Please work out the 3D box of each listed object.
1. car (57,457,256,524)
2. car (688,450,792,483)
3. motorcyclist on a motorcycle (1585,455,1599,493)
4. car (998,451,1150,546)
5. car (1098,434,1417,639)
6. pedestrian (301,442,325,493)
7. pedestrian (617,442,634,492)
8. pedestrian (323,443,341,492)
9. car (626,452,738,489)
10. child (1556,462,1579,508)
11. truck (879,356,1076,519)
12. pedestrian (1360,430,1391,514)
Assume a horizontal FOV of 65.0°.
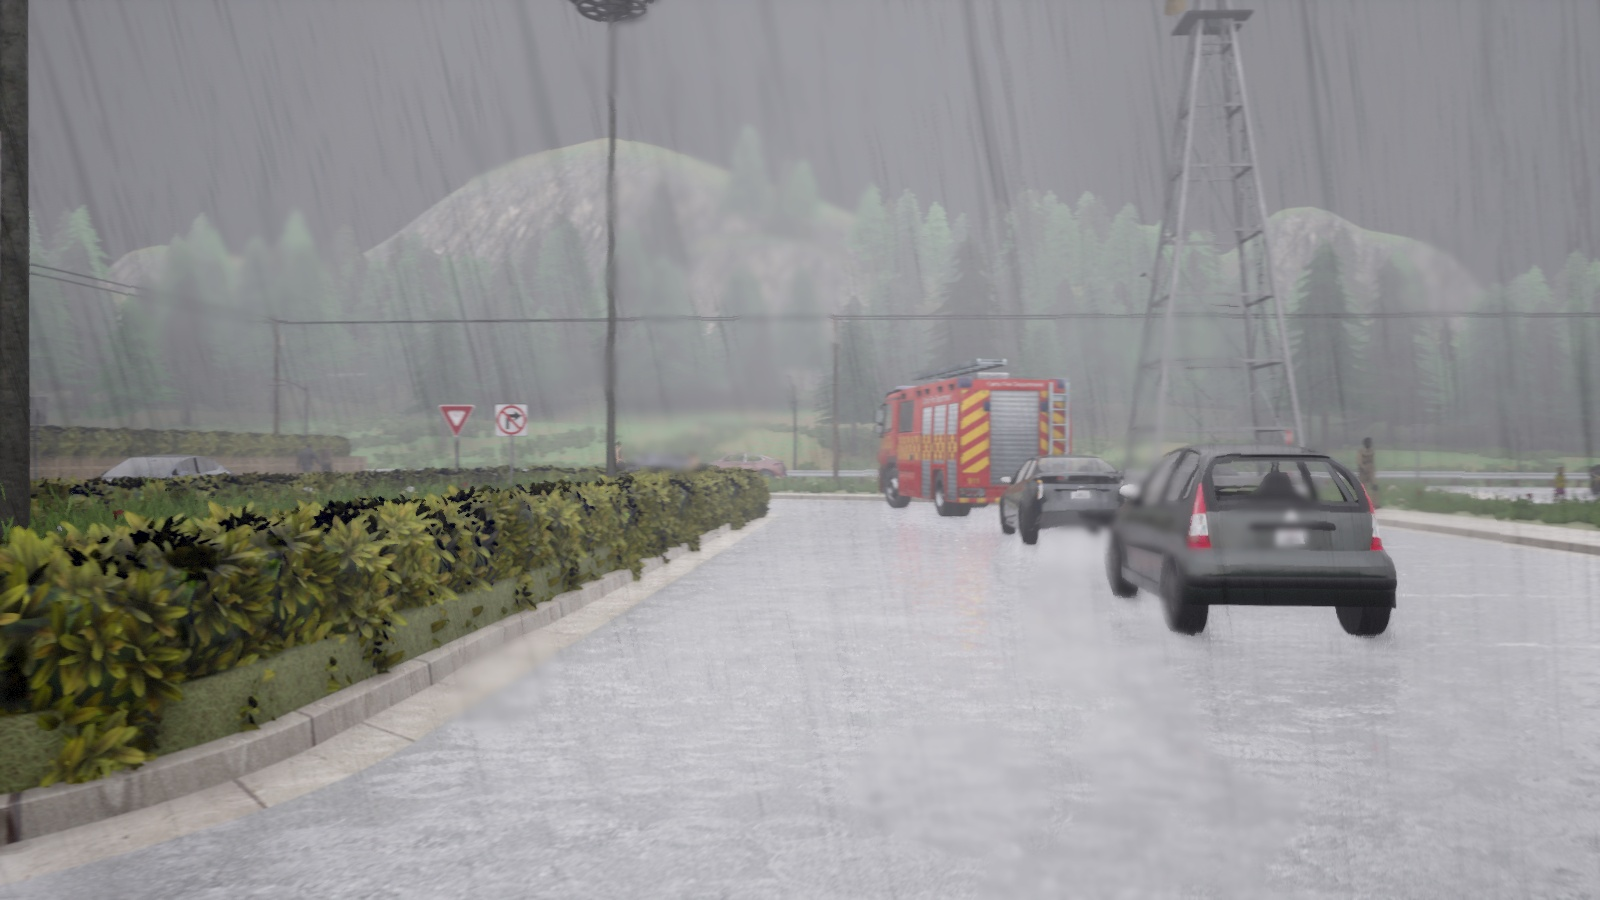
[{"bbox_3d":[-15.498,0.918,30.599,2.163,1.488,4.792,0,0,4],"label":"car"},{"bbox_3d":[-2.975,0.828,63.429,5.027,1.651,2.152,0,0,4],"label":"car"},{"bbox_3d":[32.248,0.953,49.872,0.866,1.530,2.191,0,-1,3],"label":"motorcyclist on a motorcycle"},{"bbox_3d":[4.778,0.789,22.527,2.007,1.525,4.514,0,0,4],"label":"car"},{"bbox_3d":[4.101,0.692,11.978,1.851,1.617,3.988,0,0,4],"label":"car"},{"bbox_3d":[-18.375,0.658,47.391,0.563,1.883,0.849,0,0,3],"label":"pedestrian"},{"bbox_3d":[-6.441,0.630,46.321,0.345,1.836,0.594,0,0,-41],"label":"pedestrian"},{"bbox_3d":[-17.899,0.660,48.060,0.331,1.846,0.634,0,0,17],"label":"pedestrian"},{"bbox_3d":[-5.539,0.963,59.252,4.856,1.649,2.033,0,-1,-31],"label":"car"},{"bbox_3d":[19.640,0.894,32.139,0.299,1.160,0.473,0,0,4],"label":"child"},{"bbox_3d":[4.475,-0.269,33.861,2.891,3.827,8.468,0,0,-9],"label":"truck"},{"bbox_3d":[13.423,0.509,29.305,0.396,1.930,0.692,0,0,0],"label":"pedestrian"}]
